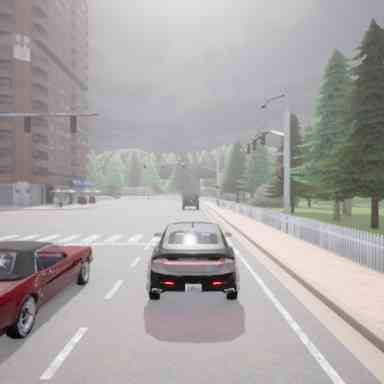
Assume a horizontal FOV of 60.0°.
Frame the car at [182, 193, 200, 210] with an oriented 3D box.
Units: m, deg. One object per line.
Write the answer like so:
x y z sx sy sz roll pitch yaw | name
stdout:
-0.173 1.207 43.786 2.150 2.045 5.566 0 0 -1 | car

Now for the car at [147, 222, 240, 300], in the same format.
0.024 1.489 8.350 2.128 1.511 4.902 0 0 0 | car

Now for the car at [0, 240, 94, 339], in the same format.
-3.449 1.599 6.502 1.895 1.301 4.718 0 0 0 | car
